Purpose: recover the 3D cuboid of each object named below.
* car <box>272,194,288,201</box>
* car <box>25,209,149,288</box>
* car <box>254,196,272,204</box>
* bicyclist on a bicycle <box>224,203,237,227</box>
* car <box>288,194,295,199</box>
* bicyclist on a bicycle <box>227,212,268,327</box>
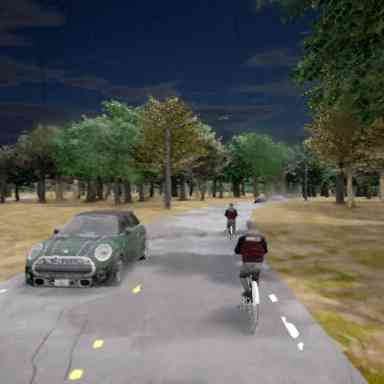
[{"bbox_3d":[19.054,1.343,73.536,1.895,1.301,4.718,0,0,30],"label":"car"},{"bbox_3d":[-2.628,1.342,9.350,2.097,1.767,4.553,0,0,4],"label":"car"},{"bbox_3d":[12.524,1.397,59.500,1.895,1.301,4.718,0,0,22],"label":"car"},{"bbox_3d":[1.770,1.351,14.980,0.659,1.776,1.843,0,0,6],"label":"bicyclist on a bicycle"},{"bbox_3d":[26.549,1.237,91.270,2.033,1.411,5.357,0,0,35],"label":"car"},{"bbox_3d":[1.081,1.368,6.159,0.659,1.776,1.843,0,0,3],"label":"bicyclist on a bicycle"}]
